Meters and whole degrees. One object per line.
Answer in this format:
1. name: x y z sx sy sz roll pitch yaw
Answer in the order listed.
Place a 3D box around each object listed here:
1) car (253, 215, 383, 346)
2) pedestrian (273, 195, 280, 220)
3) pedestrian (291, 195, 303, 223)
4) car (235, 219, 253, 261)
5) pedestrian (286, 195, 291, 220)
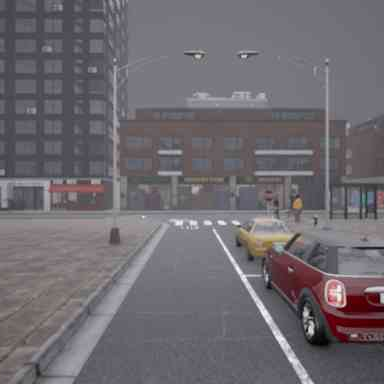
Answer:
1. car: 2.609 1.420 6.326 1.967 1.590 4.097 0 0 0
2. pedestrian: 5.824 1.064 22.876 0.375 1.860 0.375 0 0 0
3. pedestrian: 6.886 1.078 21.682 0.375 1.860 0.375 0 0 0
4. car: 2.576 1.488 11.934 1.752 1.417 4.829 0 0 0
5. pedestrian: 6.705 1.059 22.339 0.375 1.860 0.375 0 0 0
